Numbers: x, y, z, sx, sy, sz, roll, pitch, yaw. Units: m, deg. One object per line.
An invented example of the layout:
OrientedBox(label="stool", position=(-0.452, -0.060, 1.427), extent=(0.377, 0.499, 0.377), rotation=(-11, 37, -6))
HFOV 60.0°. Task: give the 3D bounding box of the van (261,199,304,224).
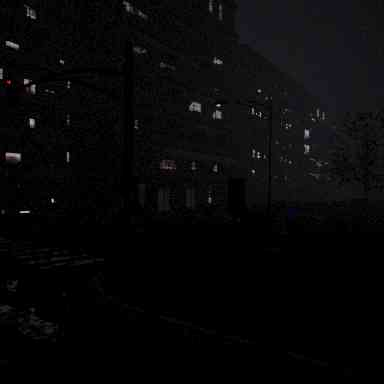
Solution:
OrientedBox(label="van", position=(7.613, 1.647, 27.637), extent=(1.690, 1.788, 3.998), rotation=(1, 0, 36))

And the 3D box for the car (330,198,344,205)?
OrientedBox(label="car", position=(33.711, 2.176, 77.150), extent=(1.947, 1.339, 4.313), rotation=(1, 0, 36))

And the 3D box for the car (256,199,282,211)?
OrientedBox(label="car", position=(10.725, 1.743, 45.977), extent=(1.967, 1.590, 4.097), rotation=(1, 0, 36))

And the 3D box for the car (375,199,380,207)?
OrientedBox(label="car", position=(33.883, 2.103, 63.264), extent=(1.967, 1.590, 4.097), rotation=(1, 0, 36))

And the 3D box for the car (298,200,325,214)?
OrientedBox(label="car", position=(15.280, 1.876, 42.387), extent=(1.882, 1.535, 5.008), rotation=(1, 0, 37))

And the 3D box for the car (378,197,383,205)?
OrientedBox(label="car", position=(47.022, 2.150, 81.078), extent=(2.192, 1.841, 5.009), rotation=(1, 0, 36))

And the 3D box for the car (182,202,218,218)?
OrientedBox(label="car", position=(0.872, 1.712, 32.616), extent=(1.887, 1.381, 4.507), rotation=(1, 0, 36))

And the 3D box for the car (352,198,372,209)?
OrientedBox(label="car", position=(27.317, 1.891, 54.358), extent=(2.192, 1.841, 5.009), rotation=(1, 0, 36))

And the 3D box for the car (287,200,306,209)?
OrientedBox(label="car", position=(17.291, 1.974, 54.884), extent=(1.802, 1.307, 4.206), rotation=(1, 0, 36))

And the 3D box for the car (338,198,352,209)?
OrientedBox(label="car", position=(24.020, 2.064, 54.263), extent=(2.033, 1.411, 5.357), rotation=(1, 0, 37))

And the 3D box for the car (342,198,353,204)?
OrientedBox(label="car", position=(40.179, 2.220, 85.920), extent=(1.752, 1.417, 4.829), rotation=(1, 0, 36))

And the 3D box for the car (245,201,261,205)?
OrientedBox(label="car", position=(7.439, 1.840, 41.523), extent=(1.802, 1.307, 4.206), rotation=(1, 0, 36))

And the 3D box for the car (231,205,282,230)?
OrientedBox(label="car", position=(4.327, 1.826, 23.183), extent=(1.947, 1.339, 4.313), rotation=(1, 0, 36))

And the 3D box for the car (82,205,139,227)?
OrientedBox(label="car", position=(-5.697, 1.626, 23.710), extent=(2.008, 1.369, 4.403), rotation=(1, 0, 36))

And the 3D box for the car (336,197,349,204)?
OrientedBox(label="car", position=(36.997, 2.093, 81.604), extent=(1.967, 1.590, 4.097), rotation=(1, 0, 36))

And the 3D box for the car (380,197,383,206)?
OrientedBox(label="car", position=(37.167, 2.251, 67.717), extent=(1.887, 1.381, 4.507), rotation=(1, 0, 36))

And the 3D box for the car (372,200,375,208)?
OrientedBox(label="car", position=(30.598, 2.202, 58.810), extent=(1.802, 1.307, 4.206), rotation=(1, 0, 36))

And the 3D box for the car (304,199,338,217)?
OrientedBox(label="car", position=(14.180, 1.837, 36.544), extent=(1.967, 1.590, 4.097), rotation=(1, 0, 36))
